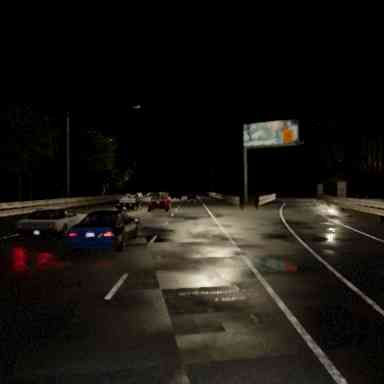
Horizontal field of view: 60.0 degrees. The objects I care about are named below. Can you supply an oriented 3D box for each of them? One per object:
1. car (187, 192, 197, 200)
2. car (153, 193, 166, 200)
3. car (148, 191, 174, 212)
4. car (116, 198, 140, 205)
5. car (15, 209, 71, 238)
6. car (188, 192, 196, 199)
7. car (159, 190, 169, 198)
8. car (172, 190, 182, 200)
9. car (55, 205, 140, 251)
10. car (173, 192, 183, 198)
[{"bbox_3d":[0.014,0.959,69.767,1.812,1.442,4.674,0,1,0],"label":"car"},{"bbox_3d":[-6.985,0.932,71.991,2.128,1.511,4.902,0,1,0],"label":"car"},{"bbox_3d":[-3.393,1.104,35.417,2.097,1.767,4.553,0,0,0],"label":"car"},{"bbox_3d":[-6.901,1.346,36.246,1.895,1.301,4.718,0,0,0],"label":"car"},{"bbox_3d":[-6.898,1.494,16.986,1.895,1.301,4.718,0,0,0],"label":"car"},{"bbox_3d":[0.016,0.847,82.548,1.812,1.442,4.674,0,0,0],"label":"car"},{"bbox_3d":[-6.983,0.512,82.379,2.097,1.767,4.553,0,0,0],"label":"car"},{"bbox_3d":[-3.485,0.631,72.019,2.150,2.045,5.566,0,1,0],"label":"car"},{"bbox_3d":[-3.400,1.463,13.629,2.033,1.411,5.357,0,0,0],"label":"car"},{"bbox_3d":[-3.483,0.681,82.410,2.128,1.511,4.902,0,0,0],"label":"car"}]
